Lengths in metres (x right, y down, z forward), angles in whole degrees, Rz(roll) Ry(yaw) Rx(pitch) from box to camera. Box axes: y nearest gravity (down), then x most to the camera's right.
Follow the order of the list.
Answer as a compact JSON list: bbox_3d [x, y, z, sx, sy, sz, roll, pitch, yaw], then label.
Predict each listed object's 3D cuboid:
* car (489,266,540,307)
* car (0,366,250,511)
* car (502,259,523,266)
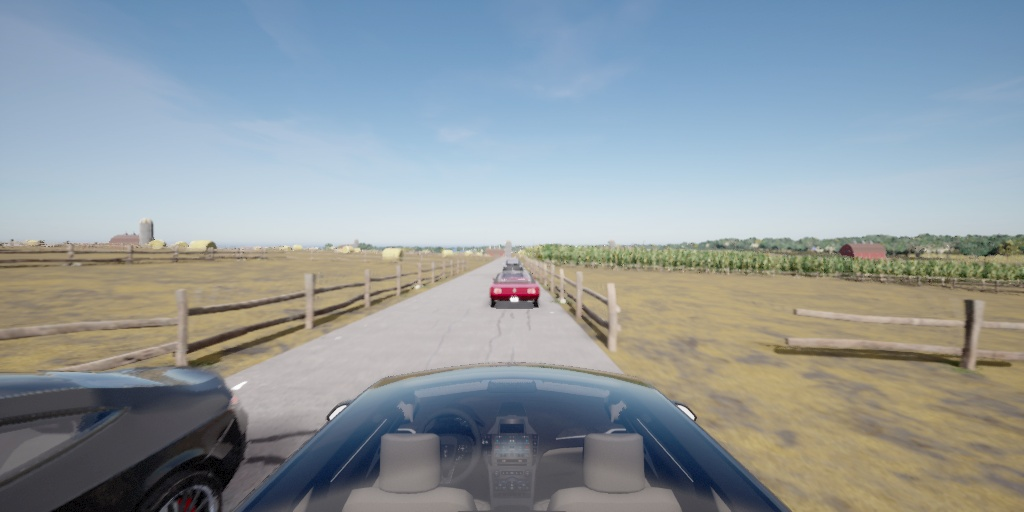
[{"bbox_3d":[0.089,1.272,15.086,1.895,1.301,4.718,0,0,0],"label":"car"},{"bbox_3d":[-2.850,1.282,0.809,1.812,1.442,4.674,0,1,0],"label":"car"},{"bbox_3d":[0.090,1.053,33.107,2.128,1.511,4.902,0,0,0],"label":"car"}]
